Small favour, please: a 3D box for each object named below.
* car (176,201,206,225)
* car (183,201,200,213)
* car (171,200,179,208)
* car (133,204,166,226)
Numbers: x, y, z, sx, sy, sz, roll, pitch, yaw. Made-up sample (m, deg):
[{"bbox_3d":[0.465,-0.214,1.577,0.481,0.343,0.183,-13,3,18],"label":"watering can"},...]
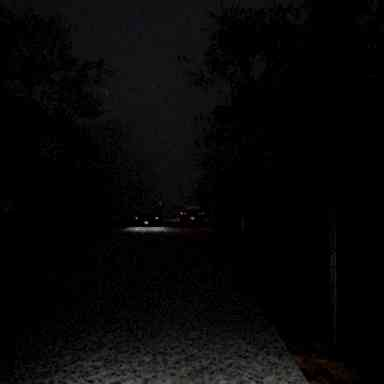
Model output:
[{"bbox_3d":[0.031,1.576,24.106,1.812,1.442,4.674,0,-1,0],"label":"car"},{"bbox_3d":[-0.068,1.820,40.811,1.994,1.385,4.181,0,-1,0],"label":"car"},{"bbox_3d":[-3.138,2.359,65.341,2.033,1.411,5.357,0,-2,0],"label":"car"},{"bbox_3d":[-2.919,1.596,23.894,2.033,1.411,5.357,0,0,0],"label":"car"}]
